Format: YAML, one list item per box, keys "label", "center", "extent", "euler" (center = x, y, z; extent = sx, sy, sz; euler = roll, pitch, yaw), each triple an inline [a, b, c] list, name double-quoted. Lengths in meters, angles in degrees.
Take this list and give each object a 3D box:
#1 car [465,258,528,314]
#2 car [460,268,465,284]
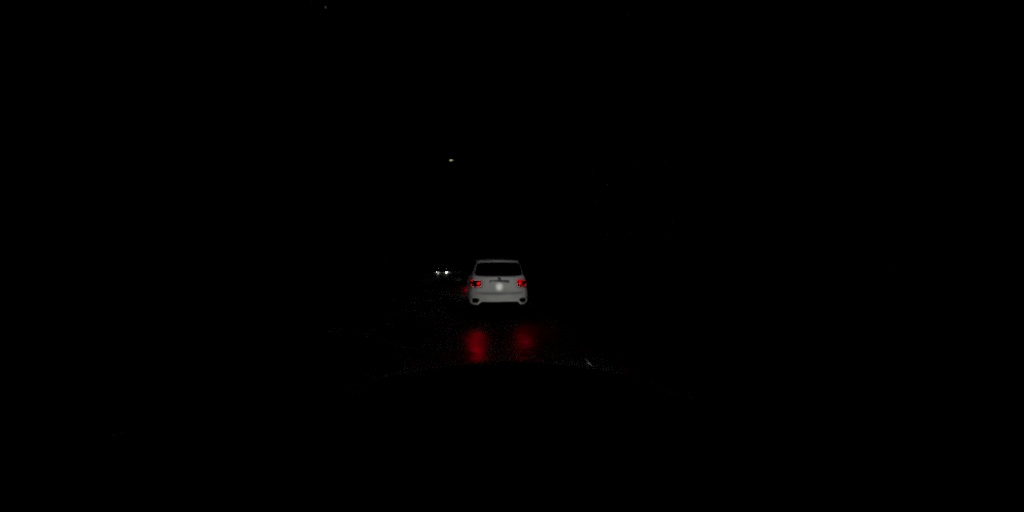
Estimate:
- label: "car"
  center: [-0.733, 1.105, 14.678]
  extent: [2.150, 2.045, 5.566]
  euler: [0, 0, -7]
- label: "car"
  center: [-3.334, 1.544, 30.457]
  extent: [2.128, 1.511, 4.902]
  euler: [0, -1, -10]
